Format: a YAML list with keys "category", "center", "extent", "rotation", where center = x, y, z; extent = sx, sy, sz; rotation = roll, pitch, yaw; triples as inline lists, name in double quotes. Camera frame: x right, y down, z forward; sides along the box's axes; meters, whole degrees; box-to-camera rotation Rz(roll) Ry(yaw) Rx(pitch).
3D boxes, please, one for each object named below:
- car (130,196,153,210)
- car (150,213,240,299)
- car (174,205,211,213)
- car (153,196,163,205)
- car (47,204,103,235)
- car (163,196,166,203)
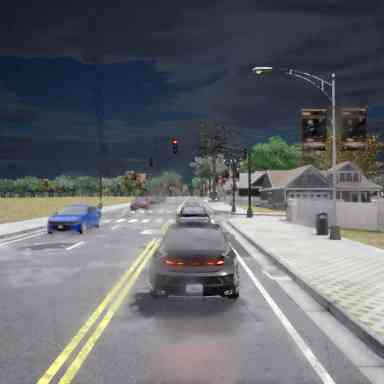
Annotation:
- category: "car"
  center: [-6.666, 1.361, 42.941]
  extent: [2.097, 1.767, 4.553]
  rotation: [0, 0, 0]
- category: "car"
  center: [0.070, 1.510, 8.476]
  extent: [1.837, 1.490, 4.892]
  rotation: [0, 0, 1]
- category: "car"
  center: [0.045, 1.501, 18.746]
  extent: [2.128, 1.511, 4.902]
  rotation: [0, 0, -2]
- category: "car"
  center: [-6.672, 1.566, 57.099]
  extent: [1.994, 1.385, 4.181]
  rotation: [0, 0, 0]
- category: "car"
  center: [-6.630, 1.486, 19.256]
  extent: [1.882, 1.535, 5.008]
  rotation: [0, 0, 0]
- category: "car"
  center: [-6.612, 1.558, 70.750]
  extent: [1.994, 1.385, 4.181]
  rotation: [0, 0, 0]
